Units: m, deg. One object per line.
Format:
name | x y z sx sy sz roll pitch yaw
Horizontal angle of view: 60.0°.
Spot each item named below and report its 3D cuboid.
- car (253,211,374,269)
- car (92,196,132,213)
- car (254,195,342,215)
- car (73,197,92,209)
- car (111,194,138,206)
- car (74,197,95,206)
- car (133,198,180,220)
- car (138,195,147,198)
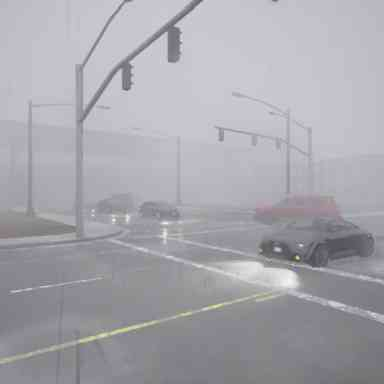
car | 4.235 1.548 11.163 4.181 1.385 1.994 0 0 -34
car | -8.875 1.478 36.587 1.882 1.535 5.008 0 0 -36
car | 6.909 1.215 21.949 5.566 2.045 2.150 -1 1 21
car | -14.663 1.526 44.928 1.812 1.442 4.674 0 0 -32
car | -9.720 1.221 43.981 2.150 2.045 5.566 0 0 -35
car | -18.681 1.548 58.056 2.033 1.411 5.357 0 0 0
car | -2.872 1.505 28.448 1.837 1.490 4.892 0 0 -36
car | -12.266 1.478 69.079 1.882 1.535 5.008 0 0 29
